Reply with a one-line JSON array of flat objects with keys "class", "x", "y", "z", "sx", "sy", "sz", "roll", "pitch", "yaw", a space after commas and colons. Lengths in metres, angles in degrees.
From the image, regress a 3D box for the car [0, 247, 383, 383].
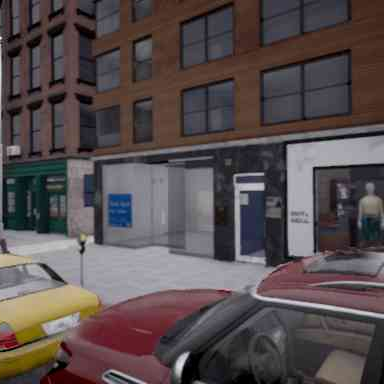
[{"class": "car", "x": 1.160, "y": 1.309, "z": 2.007, "sx": 5.009, "sy": 1.841, "sz": 2.192, "roll": -1, "pitch": 0, "yaw": 36}]
